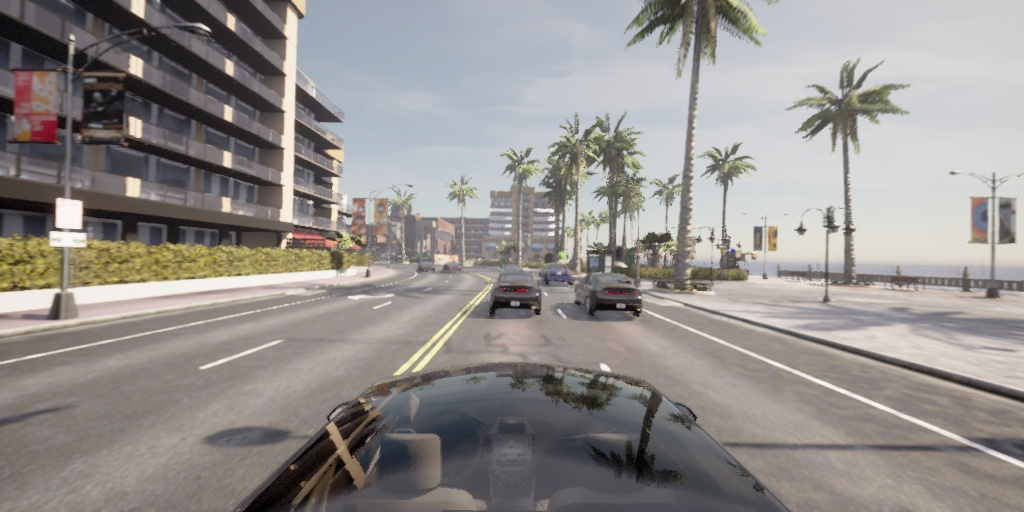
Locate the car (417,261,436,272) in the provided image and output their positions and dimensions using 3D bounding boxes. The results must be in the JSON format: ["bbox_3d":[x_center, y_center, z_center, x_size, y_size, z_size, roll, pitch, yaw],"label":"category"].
[{"bbox_3d":[-11.158,1.358,46.682,1.994,1.385,4.181,1,0,-20],"label":"car"}]

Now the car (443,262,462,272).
[{"bbox_3d":[-8.022,1.434,48.245,1.994,1.385,4.181,1,0,-20],"label":"car"}]

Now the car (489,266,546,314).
[{"bbox_3d":[0.160,1.337,14.296,1.837,1.490,4.892,1,0,1],"label":"car"}]

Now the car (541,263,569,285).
[{"bbox_3d":[3.415,1.342,28.930,2.097,1.767,4.553,1,0,-3],"label":"car"}]

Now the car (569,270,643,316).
[{"bbox_3d":[3.660,1.411,14.274,1.837,1.490,4.892,1,0,1],"label":"car"}]

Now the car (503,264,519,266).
[{"bbox_3d":[-0.107,1.411,29.294,2.128,1.511,4.902,1,0,-4],"label":"car"}]
